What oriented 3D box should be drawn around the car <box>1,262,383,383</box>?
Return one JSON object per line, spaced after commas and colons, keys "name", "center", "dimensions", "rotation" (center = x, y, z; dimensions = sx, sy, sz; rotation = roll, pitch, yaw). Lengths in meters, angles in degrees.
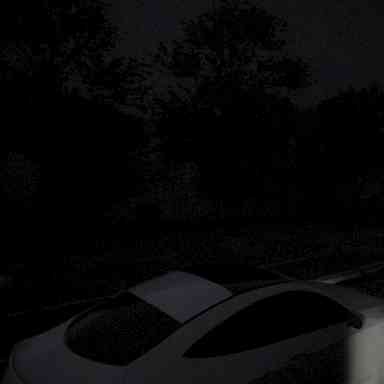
{"name": "car", "center": [0.582, 1.525, 3.548], "dimensions": [4.674, 1.442, 1.812], "rotation": [0, 0, -36]}
